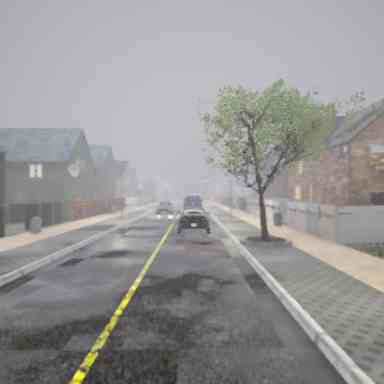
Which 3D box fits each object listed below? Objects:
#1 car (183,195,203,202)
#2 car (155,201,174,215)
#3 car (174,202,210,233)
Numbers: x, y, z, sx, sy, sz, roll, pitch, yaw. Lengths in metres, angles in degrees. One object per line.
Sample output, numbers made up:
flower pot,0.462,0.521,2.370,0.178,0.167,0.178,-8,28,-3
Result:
car,0.092,1.382,38.879,2.150,2.045,5.566,0,0,0
car,-2.851,1.690,35.935,2.033,1.411,5.357,0,0,0
car,0.096,1.581,19.876,1.812,1.442,4.674,0,0,0
